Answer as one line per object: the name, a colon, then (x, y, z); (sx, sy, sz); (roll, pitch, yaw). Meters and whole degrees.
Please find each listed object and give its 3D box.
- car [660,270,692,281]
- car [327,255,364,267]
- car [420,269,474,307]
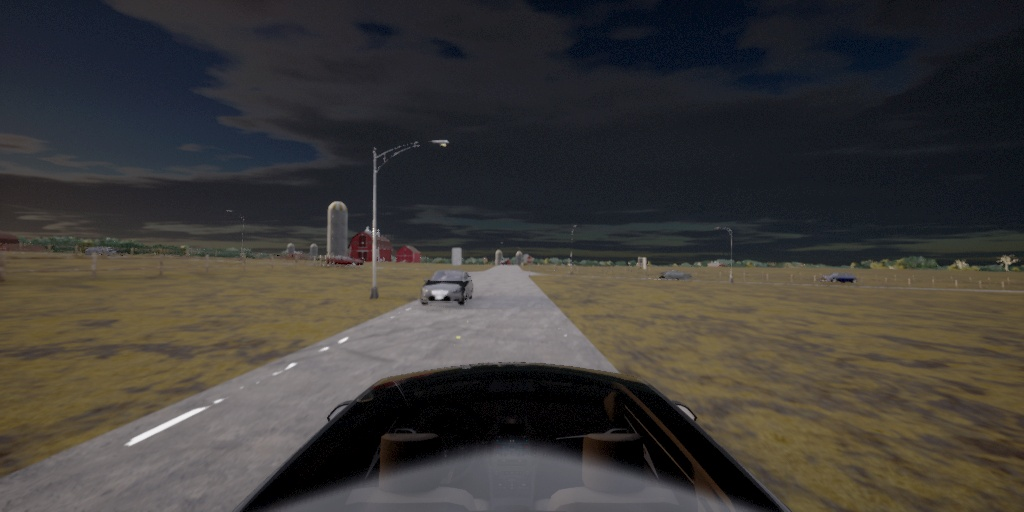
car: (23.402, 2.731, 51.255); (4.181, 1.385, 1.994); (2, -2, 0)
car: (-23.680, 0.698, 51.006); (5.008, 1.535, 1.882); (4, -2, 0)
car: (-2.843, 1.378, 16.515); (2.128, 1.511, 4.902); (0, -1, 0)
